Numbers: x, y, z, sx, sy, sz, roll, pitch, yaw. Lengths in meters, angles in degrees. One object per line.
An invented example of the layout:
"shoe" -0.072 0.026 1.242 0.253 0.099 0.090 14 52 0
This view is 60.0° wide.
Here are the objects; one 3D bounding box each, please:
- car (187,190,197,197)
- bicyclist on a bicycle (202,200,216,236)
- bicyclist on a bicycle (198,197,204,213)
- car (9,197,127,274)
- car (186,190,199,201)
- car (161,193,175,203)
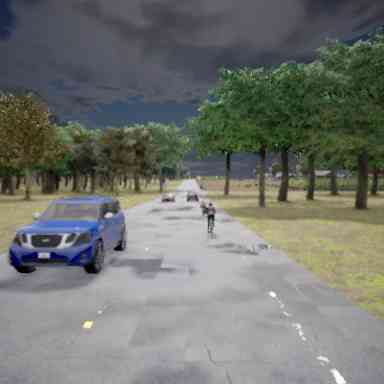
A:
"car" 0.009 0.332 73.762 2.128 1.511 4.902 0 2 0
"bicyclist on a bicycle" 0.965 1.375 16.975 0.582 1.620 1.656 0 0 0
"bicyclist on a bicycle" 0.945 1.211 27.862 0.866 1.612 1.509 0 1 0
"car" -3.597 1.192 10.856 2.150 2.045 5.566 0 0 0
"car" 0.105 0.753 55.650 1.812 1.442 4.674 0 1 0
"car" -3.565 0.892 50.615 1.994 1.385 4.181 0 1 0
